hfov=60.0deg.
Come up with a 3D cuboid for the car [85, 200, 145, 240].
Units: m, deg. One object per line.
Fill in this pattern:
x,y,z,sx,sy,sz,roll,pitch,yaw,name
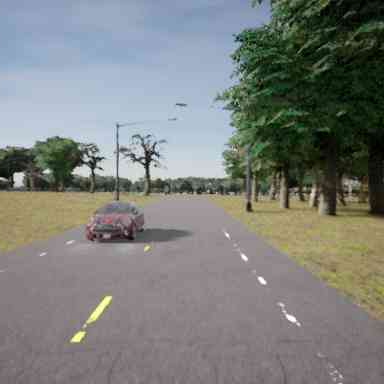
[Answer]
-3.596,1.255,16.237,2.097,1.767,4.553,0,1,0,car
